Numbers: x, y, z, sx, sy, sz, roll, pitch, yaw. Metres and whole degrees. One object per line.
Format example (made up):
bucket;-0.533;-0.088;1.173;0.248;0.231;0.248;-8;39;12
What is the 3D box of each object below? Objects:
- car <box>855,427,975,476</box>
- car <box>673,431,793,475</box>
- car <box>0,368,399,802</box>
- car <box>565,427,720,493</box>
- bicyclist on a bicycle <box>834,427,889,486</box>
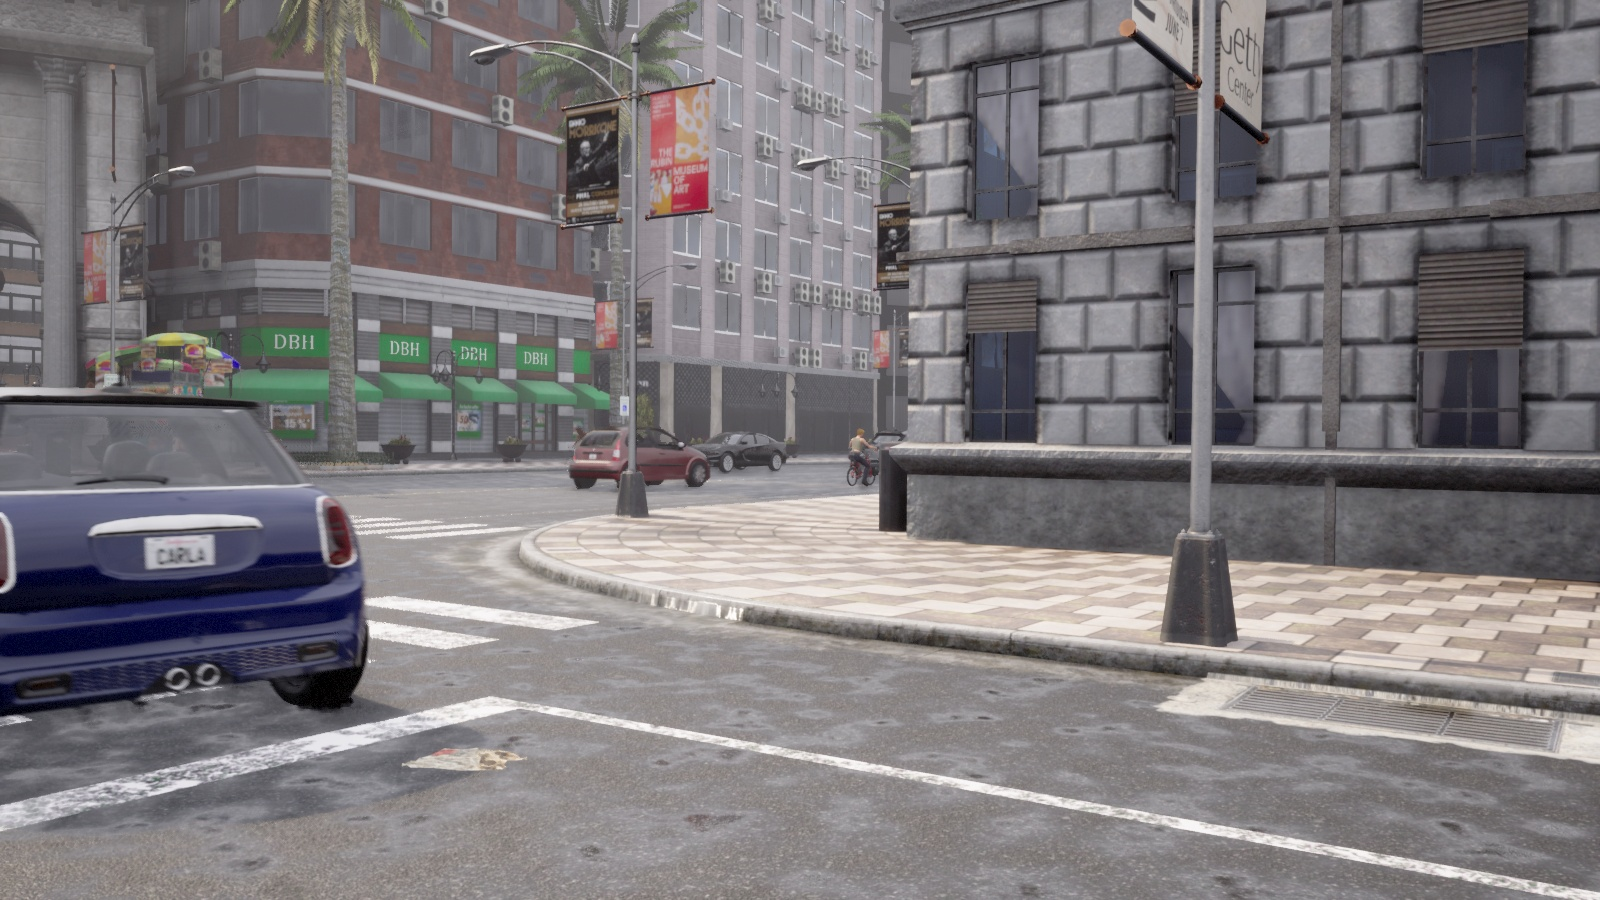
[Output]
car;4.182;0.011;44.866;2.033;1.649;4.856;0;1;36
car;-2.461;0.081;47.642;1.882;1.535;5.008;0;1;35
car;-4.464;0.532;7.171;4.553;1.767;2.097;0;1;42
car;-4.046;0.218;32.840;1.851;1.617;3.988;0;1;34
bicyclist on a bicycle;1.730;0.170;35.315;0.866;1.612;1.509;0;1;34
